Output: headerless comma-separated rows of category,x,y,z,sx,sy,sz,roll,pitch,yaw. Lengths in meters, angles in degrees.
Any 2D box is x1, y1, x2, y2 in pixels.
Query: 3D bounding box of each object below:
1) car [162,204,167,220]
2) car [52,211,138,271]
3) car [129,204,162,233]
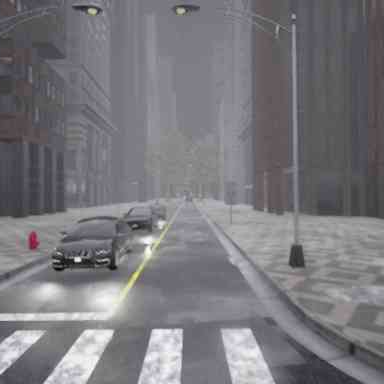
car,-3.380,1.859,31.937,2.033,1.411,5.357,0,-1,0
car,-3.208,1.630,11.521,1.837,1.490,4.892,0,-1,-2
car,-3.293,1.696,21.607,1.882,1.535,5.008,0,0,-1
